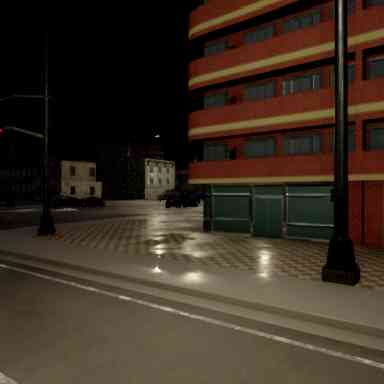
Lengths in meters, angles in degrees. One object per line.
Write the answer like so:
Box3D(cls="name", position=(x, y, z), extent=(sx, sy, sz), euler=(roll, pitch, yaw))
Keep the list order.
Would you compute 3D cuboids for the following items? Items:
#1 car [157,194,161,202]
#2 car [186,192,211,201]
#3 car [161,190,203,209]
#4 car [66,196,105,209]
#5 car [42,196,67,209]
Box3D(cls="car", position=(-3.773, 0.614, 58.870), extent=(2.150, 2.045, 5.566), euler=(0, 1, 37))
Box3D(cls="car", position=(1.221, 0.804, 59.672), extent=(1.882, 1.535, 5.008), euler=(0, 1, 37))
Box3D(cls="car", position=(-1.038, 0.999, 38.798), extent=(2.097, 1.767, 4.553), euler=(0, 1, 37))
Box3D(cls="car", position=(-12.751, 1.301, 40.962), extent=(1.994, 1.385, 4.181), euler=(0, 1, 37))
Box3D(cls="car", position=(-16.390, 1.252, 41.932), extent=(2.128, 1.511, 4.902), euler=(0, 1, 37))
